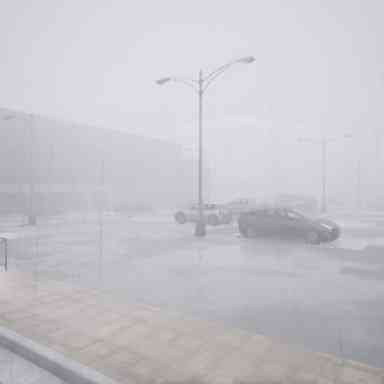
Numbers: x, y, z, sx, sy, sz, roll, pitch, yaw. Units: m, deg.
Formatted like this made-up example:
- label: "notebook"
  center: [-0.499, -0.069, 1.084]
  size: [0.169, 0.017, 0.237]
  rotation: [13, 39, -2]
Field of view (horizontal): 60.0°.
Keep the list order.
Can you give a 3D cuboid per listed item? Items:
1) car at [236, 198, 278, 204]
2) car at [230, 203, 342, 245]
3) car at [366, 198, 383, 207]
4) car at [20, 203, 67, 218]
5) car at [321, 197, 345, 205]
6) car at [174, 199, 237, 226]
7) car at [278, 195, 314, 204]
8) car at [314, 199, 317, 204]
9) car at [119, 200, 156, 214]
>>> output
- label: "car"
  center: [4.169, 1.345, 27.868]
  size: [5.027, 1.636, 2.152]
  rotation: [0, 0, 35]
- label: "car"
  center: [4.378, 1.490, 15.381]
  size: [4.514, 1.523, 2.007]
  rotation: [0, 0, 35]
- label: "car"
  center: [28.063, 1.576, 49.318]
  size: [3.806, 1.475, 1.970]
  rotation: [0, 0, 35]
- label: "car"
  center: [-14.362, 1.740, 32.425]
  size: [1.994, 1.385, 4.181]
  rotation: [0, 0, 35]
- label: "car"
  center: [23.720, 1.565, 56.033]
  size: [3.633, 1.501, 1.845]
  rotation: [0, 0, 35]
- label: "car"
  center: [0.732, 1.424, 22.439]
  size: [3.806, 1.475, 1.970]
  rotation: [0, 0, 35]
- label: "car"
  center: [11.549, 1.268, 38.320]
  size: [3.866, 1.878, 1.905]
  rotation: [0, 0, 35]
- label: "car"
  center: [12.888, 1.289, 40.931]
  size: [4.605, 1.855, 1.932]
  rotation: [0, 0, 35]
- label: "car"
  center: [-6.074, 1.667, 37.748]
  size: [2.128, 1.511, 4.902]
  rotation: [0, 0, 35]
